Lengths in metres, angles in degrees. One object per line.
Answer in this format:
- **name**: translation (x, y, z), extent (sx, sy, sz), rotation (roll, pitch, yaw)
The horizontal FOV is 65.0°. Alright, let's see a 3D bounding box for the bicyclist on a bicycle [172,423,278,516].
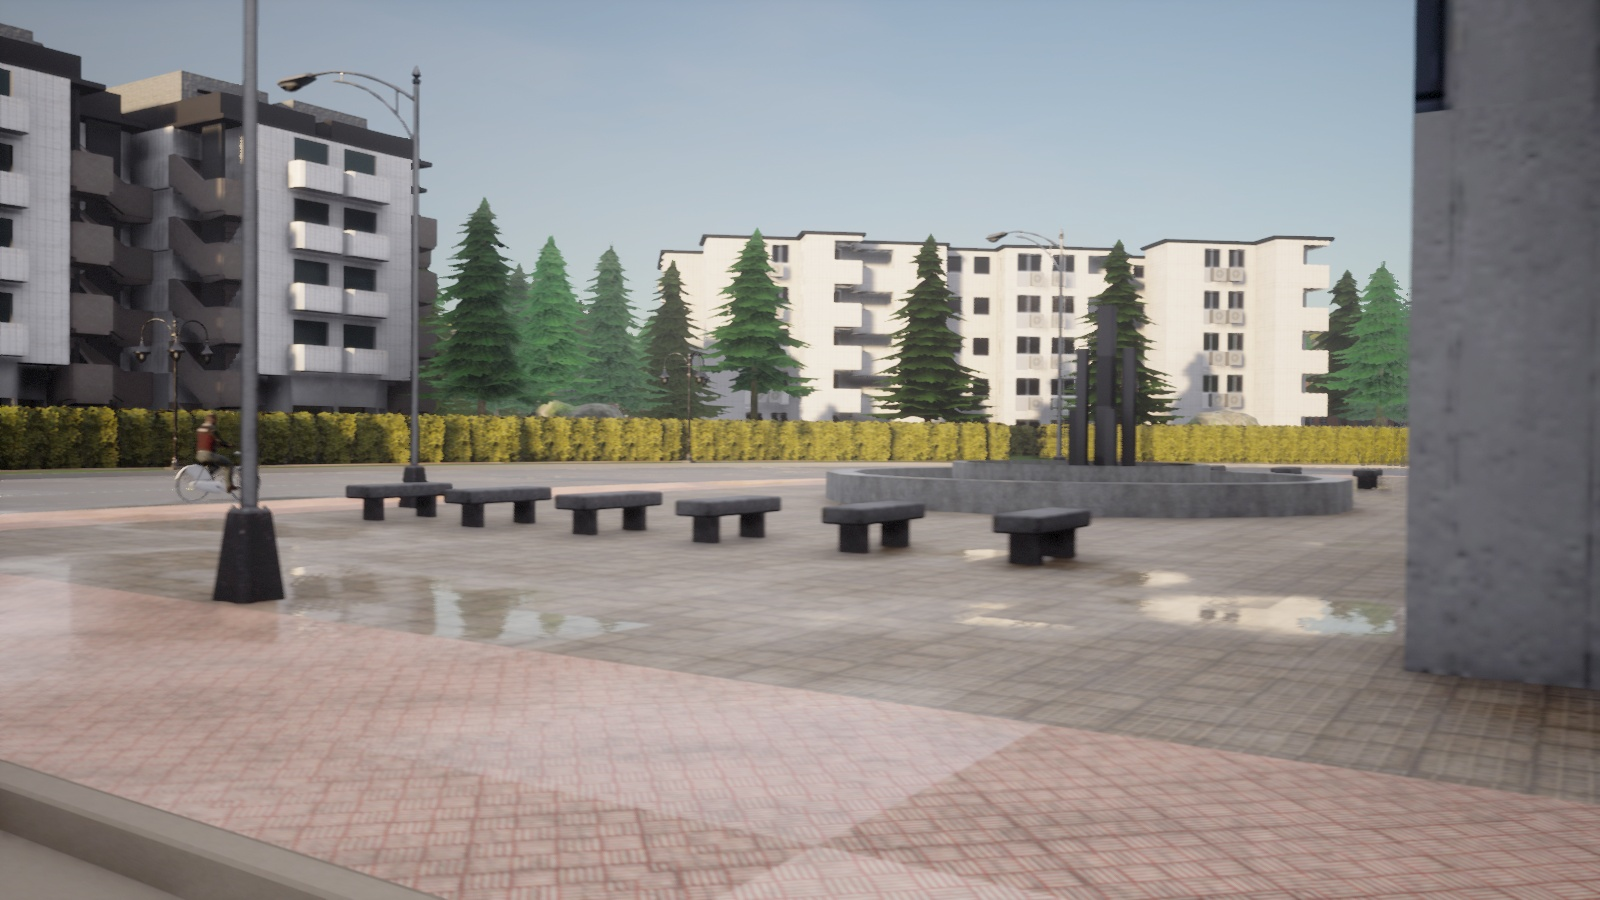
- **bicyclist on a bicycle**: translation (-11.417, 0.364, 24.995), extent (0.659, 1.776, 1.843), rotation (0, 1, 30)
